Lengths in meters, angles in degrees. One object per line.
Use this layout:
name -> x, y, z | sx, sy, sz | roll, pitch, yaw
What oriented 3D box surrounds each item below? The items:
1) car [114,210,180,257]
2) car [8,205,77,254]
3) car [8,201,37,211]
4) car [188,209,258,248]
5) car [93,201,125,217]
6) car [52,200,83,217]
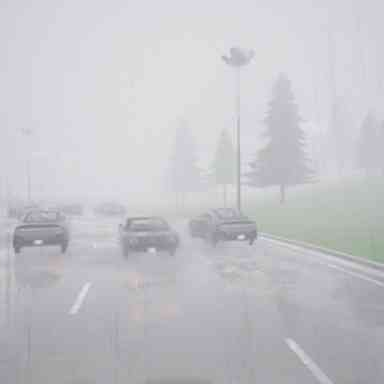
car -> -1.885, 1.609, 13.026 | 1.895, 1.301, 4.718 | 0, 0, -15
car -> -6.060, 1.520, 13.804 | 2.128, 1.511, 4.902 | 0, 0, -18
car -> -14.531, 1.561, 28.832 | 2.128, 1.511, 4.902 | 0, 0, -40
car -> 1.185, 1.484, 14.829 | 2.128, 1.511, 4.902 | 0, 0, -16
car -> -8.105, 1.600, 32.356 | 1.994, 1.385, 4.181 | 0, 0, -38
car -> -12.111, 1.534, 31.745 | 1.882, 1.535, 5.008 | 0, 0, -40
